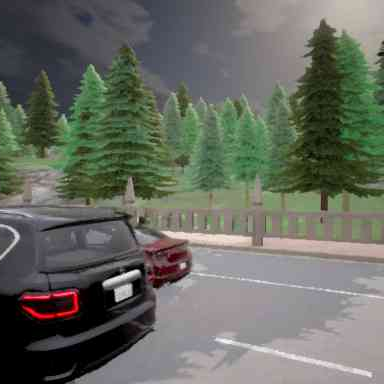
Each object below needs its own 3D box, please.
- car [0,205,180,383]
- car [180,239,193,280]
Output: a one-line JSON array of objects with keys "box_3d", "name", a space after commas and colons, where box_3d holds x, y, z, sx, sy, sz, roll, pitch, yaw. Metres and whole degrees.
[{"box_3d": [-3.181, 1.224, 4.934, 5.566, 2.045, 2.150, 0, 0, 26], "name": "car"}, {"box_3d": [-2.422, 1.480, 8.424, 5.008, 1.535, 1.882, 0, 0, 26], "name": "car"}]
